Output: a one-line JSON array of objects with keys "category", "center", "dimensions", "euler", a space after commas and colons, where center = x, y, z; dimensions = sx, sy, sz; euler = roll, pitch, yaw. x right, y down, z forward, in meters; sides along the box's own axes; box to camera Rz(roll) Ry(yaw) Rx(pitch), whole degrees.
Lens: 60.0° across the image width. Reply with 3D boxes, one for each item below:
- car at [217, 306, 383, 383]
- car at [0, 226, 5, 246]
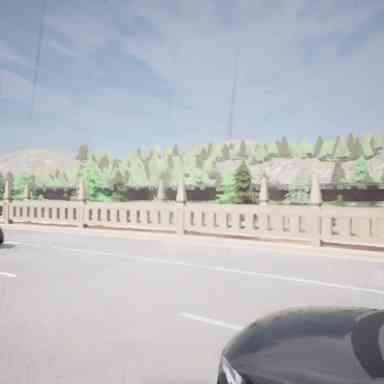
[{"category": "car", "center": [2.439, 1.478, 2.065], "dimensions": [4.902, 1.511, 2.128], "euler": [0, 0, 36]}, {"category": "car", "center": [-9.494, 1.541, 13.287], "dimensions": [4.181, 1.385, 1.994], "euler": [0, 0, 27]}]
